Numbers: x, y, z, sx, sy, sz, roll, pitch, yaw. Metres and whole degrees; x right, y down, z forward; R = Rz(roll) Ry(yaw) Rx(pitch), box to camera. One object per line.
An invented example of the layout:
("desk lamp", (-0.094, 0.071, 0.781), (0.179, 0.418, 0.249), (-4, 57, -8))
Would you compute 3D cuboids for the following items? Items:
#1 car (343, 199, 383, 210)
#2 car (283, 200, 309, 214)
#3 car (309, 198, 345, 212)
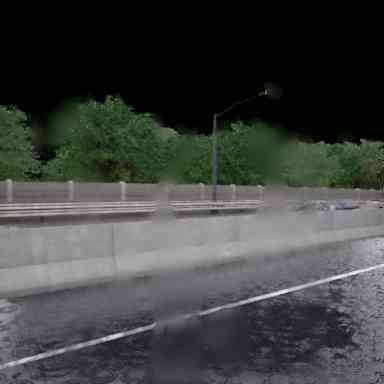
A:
("car", (15.054, 1.543, 27.620), (5.008, 1.535, 1.882), (1, 0, -35))
("car", (11.250, 1.560, 33.505), (4.902, 1.511, 2.128), (1, 0, -35))
("car", (13.269, 1.420, 30.646), (4.553, 1.767, 2.097), (1, 0, -35))
